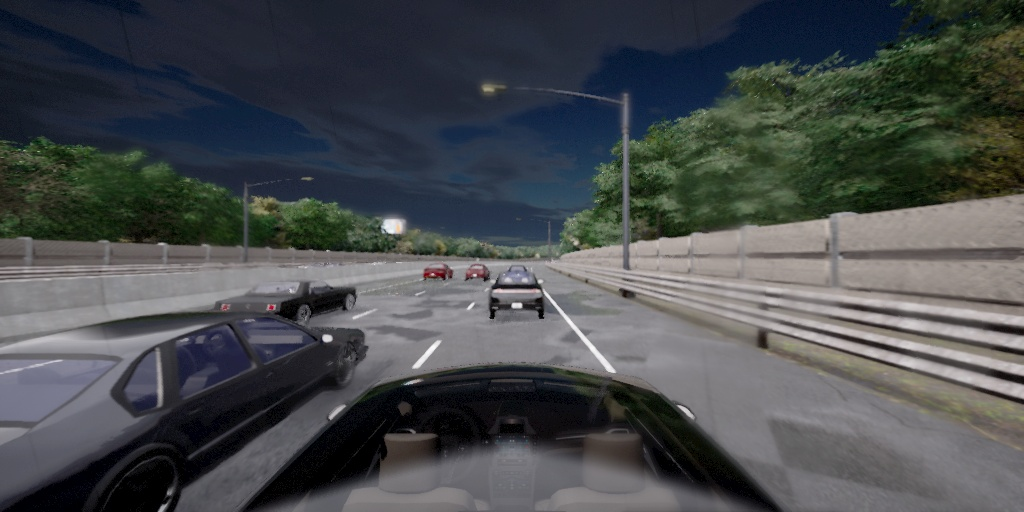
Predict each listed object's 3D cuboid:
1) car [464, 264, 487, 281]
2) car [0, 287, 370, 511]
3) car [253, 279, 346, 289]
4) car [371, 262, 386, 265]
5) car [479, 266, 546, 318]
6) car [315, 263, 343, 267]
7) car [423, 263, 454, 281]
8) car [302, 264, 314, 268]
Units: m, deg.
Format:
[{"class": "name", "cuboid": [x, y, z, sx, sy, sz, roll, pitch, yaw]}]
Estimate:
[{"class": "car", "cuboid": [-3.000, 1.438, 31.793, 1.812, 1.442, 4.674, 0, 0, 1]}, {"class": "car", "cuboid": [-3.392, 1.305, 3.762, 2.033, 1.411, 5.357, 0, 0, 0]}, {"class": "car", "cuboid": [-6.847, 1.389, 11.646, 1.895, 1.301, 4.718, 0, 0, 0]}, {"class": "car", "cuboid": [-16.725, 1.531, 44.826, 1.812, 1.442, 4.674, 0, -1, 2]}, {"class": "car", "cuboid": [0.169, 1.292, 13.193, 2.128, 1.511, 4.902, 0, 0, 0]}, {"class": "car", "cuboid": [-20.375, 1.534, 41.421, 1.994, 1.385, 4.181, 0, -1, 2]}, {"class": "car", "cuboid": [-6.491, 1.389, 32.092, 1.882, 1.535, 5.008, 0, 0, 1]}, {"class": "car", "cuboid": [-23.766, 1.589, 44.042, 1.895, 1.301, 4.718, 0, -1, 3]}]
